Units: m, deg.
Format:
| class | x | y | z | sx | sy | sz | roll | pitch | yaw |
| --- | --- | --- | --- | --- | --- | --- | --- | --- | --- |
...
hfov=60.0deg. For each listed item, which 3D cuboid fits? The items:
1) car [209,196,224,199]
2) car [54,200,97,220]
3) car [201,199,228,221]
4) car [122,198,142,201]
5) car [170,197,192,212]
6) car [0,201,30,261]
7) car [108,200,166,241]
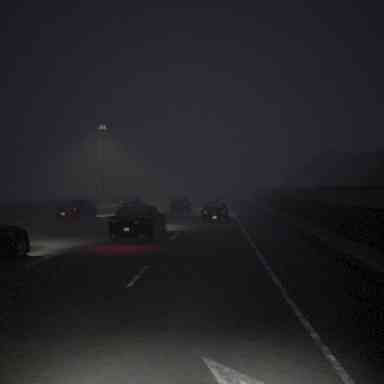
| class | x | y | z | sx | sy | sz | roll | pitch | yaw |
| --- | --- | --- | --- | --- | --- | --- | --- | --- | --- |
| car | 3.133 | 1.200 | 43.041 | 1.812 | 1.442 | 4.674 | 0 | 0 | 4 |
| car | -8.774 | 1.315 | 25.348 | 1.812 | 1.442 | 4.674 | 0 | 0 | 4 |
| car | 1.721 | 1.412 | 24.882 | 1.895 | 1.301 | 4.718 | 0 | 0 | 4 |
| car | -5.018 | 1.263 | 28.491 | 2.128 | 1.511 | 4.902 | 0 | 0 | 4 |
| car | -1.072 | 1.213 | 34.105 | 1.882 | 1.535 | 5.008 | 0 | 0 | 4 |
| car | -6.449 | 1.270 | 9.059 | 2.097 | 1.767 | 4.553 | 0 | 0 | 3 |
| car | -2.468 | 1.350 | 15.966 | 1.882 | 1.535 | 5.008 | 0 | 0 | 4 |
